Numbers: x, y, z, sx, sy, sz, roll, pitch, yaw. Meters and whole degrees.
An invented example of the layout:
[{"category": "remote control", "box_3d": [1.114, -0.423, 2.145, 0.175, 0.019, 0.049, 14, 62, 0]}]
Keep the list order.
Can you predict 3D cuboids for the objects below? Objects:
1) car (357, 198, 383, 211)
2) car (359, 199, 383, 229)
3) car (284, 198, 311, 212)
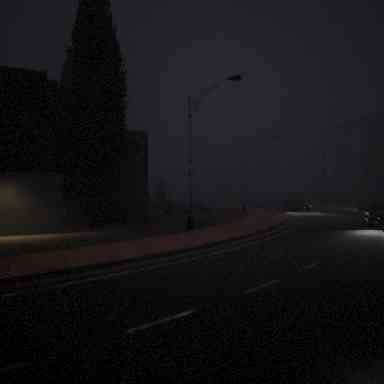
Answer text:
[{"category": "car", "box_3d": [18.490, 1.309, 33.881, 2.128, 1.511, 4.902, 0, 0, 4]}, {"category": "car", "box_3d": [11.738, 1.390, 20.545, 1.837, 1.490, 4.892, 0, 0, 21]}, {"category": "car", "box_3d": [11.450, 1.388, 36.414, 1.837, 1.490, 4.892, 0, 0, -1]}]
